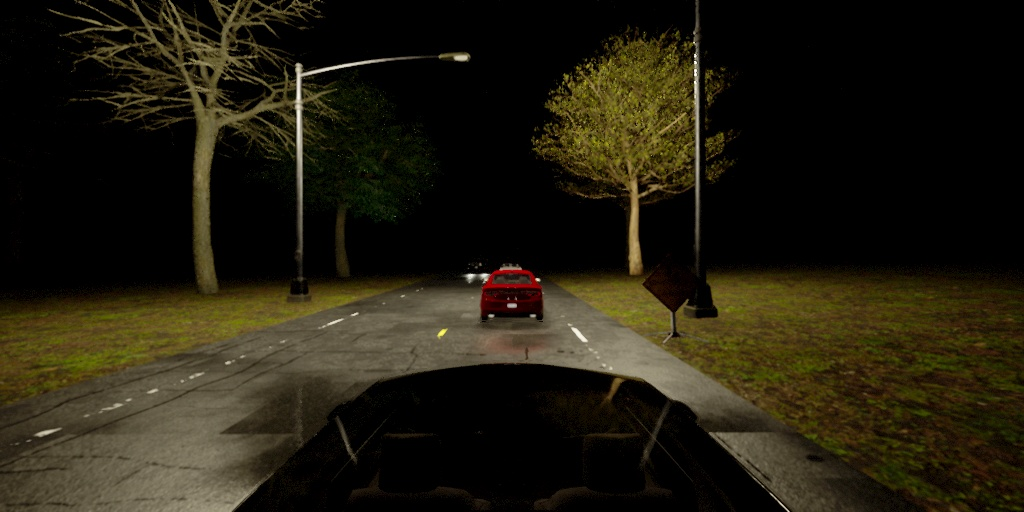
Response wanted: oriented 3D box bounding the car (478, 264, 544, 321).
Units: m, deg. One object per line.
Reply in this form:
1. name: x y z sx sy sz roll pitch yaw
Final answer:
1. car: -0.004 1.215 12.405 1.882 1.535 5.008 0 0 0

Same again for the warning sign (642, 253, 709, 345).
1. warning sign: 3.506 0.859 7.736 1.300 1.860 1.060 0 0 0

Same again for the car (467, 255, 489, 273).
1. car: -3.900 0.870 41.711 2.150 2.045 5.566 0 0 0
